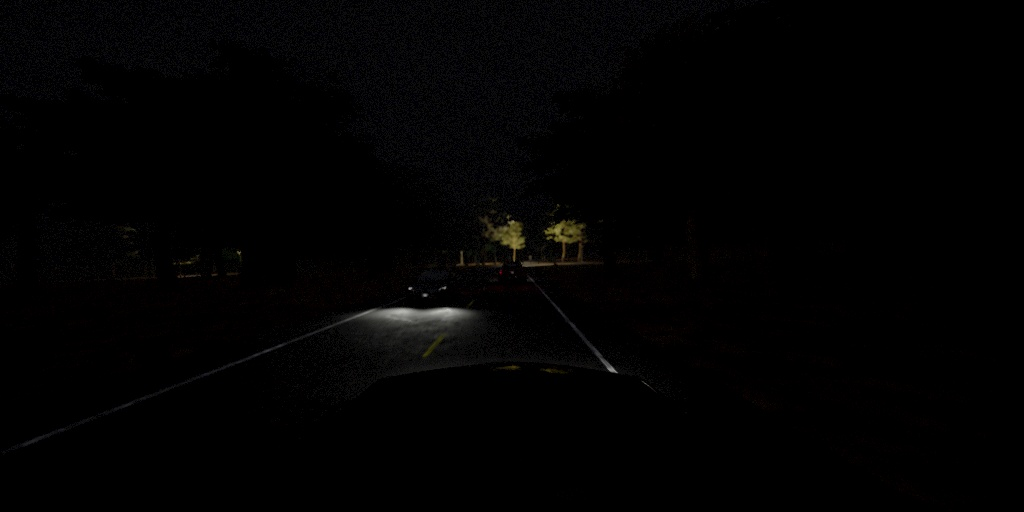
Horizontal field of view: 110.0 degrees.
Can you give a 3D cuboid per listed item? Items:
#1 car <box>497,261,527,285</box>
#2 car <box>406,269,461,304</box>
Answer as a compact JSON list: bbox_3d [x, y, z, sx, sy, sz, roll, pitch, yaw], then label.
[{"bbox_3d":[0.031,1.170,27.075,2.097,1.767,4.553,0,0,0],"label":"car"},{"bbox_3d":[-3.514,1.328,16.823,1.812,1.442,4.674,0,0,0],"label":"car"}]
